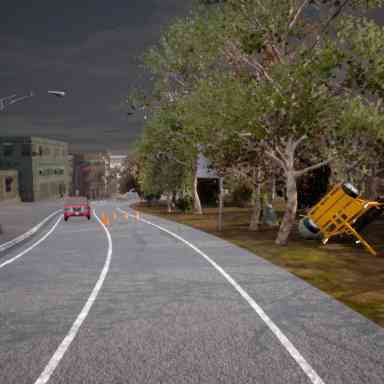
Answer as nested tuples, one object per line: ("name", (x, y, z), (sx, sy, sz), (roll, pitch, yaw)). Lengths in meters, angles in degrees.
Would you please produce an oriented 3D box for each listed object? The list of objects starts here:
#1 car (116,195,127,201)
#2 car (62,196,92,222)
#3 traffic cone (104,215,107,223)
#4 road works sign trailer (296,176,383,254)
("car", (-18.449, 1.565, 87.450), (1.882, 1.535, 5.008), (1, 0, 5))
("car", (-10.172, 1.407, 29.492), (2.150, 2.045, 5.566), (-2, 0, -19))
("traffic cone", (-5.901, 2.040, 23.193), (0.340, 0.580, 0.340), (-2, 0, -18))
("road works sign trailer", (6.680, 1.194, 13.368), (3.560, 2.380, 2.880), (0, 46, -45))
